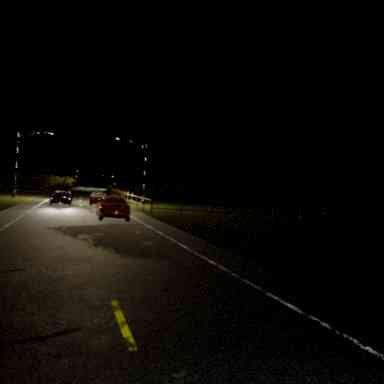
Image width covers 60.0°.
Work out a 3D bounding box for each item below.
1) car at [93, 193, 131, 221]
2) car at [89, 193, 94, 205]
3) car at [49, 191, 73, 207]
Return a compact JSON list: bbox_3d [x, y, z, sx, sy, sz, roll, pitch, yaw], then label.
[{"bbox_3d":[-5.289,0.994,22.138,1.882,1.535,5.008,4,0,-19],"label":"car"},{"bbox_3d":[-9.904,0.719,35.325,1.895,1.301,4.718,4,0,-18],"label":"car"},{"bbox_3d":[-12.146,0.580,31.036,1.895,1.301,4.718,4,0,-19],"label":"car"}]
